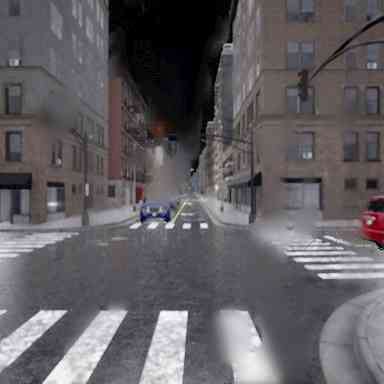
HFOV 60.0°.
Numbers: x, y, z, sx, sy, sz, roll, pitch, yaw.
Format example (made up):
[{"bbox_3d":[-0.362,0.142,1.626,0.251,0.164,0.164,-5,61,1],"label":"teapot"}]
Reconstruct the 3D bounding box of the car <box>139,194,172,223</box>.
[{"bbox_3d":[-2.816,1.209,25.849,2.150,2.045,5.566,0,0,-4],"label":"car"}]

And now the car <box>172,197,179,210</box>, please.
[{"bbox_3d":[-3.001,1.561,42.006,1.895,1.301,4.718,0,0,0],"label":"car"}]

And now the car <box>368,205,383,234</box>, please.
[{"bbox_3d":[12.174,1.435,17.809,4.507,1.381,1.887,-1,0,1],"label":"car"}]

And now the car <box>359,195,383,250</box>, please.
[{"bbox_3d":[8.787,1.114,11.486,5.566,2.045,2.150,0,0,0],"label":"car"}]
